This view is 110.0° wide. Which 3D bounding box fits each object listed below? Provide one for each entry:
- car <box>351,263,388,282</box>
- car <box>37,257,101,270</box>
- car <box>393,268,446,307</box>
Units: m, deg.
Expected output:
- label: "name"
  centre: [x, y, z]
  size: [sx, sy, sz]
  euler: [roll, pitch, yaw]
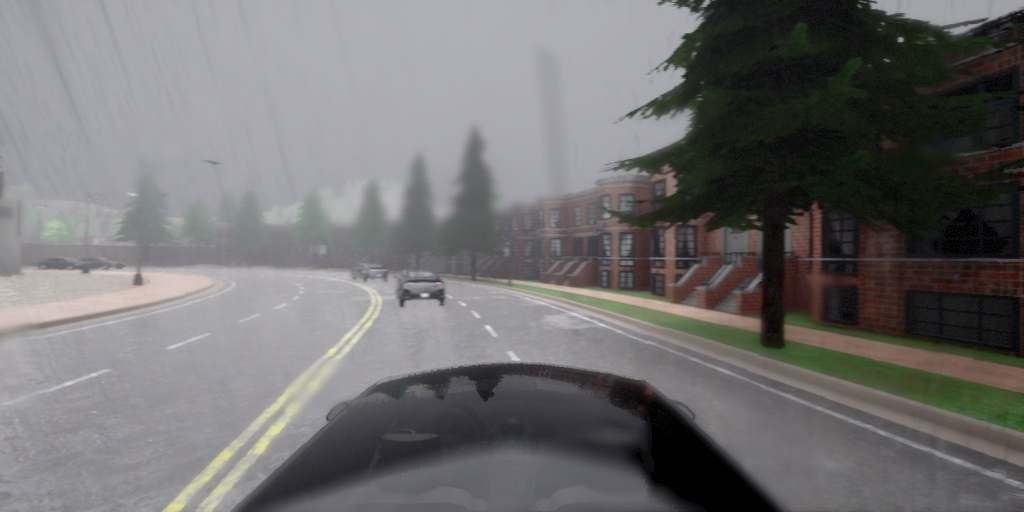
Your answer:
- label: "car"
  centre: [-11.763, 1.294, 29.500]
  size: [2.128, 1.511, 4.902]
  euler: [1, 0, -39]
- label: "car"
  centre: [-49.879, 0.893, 40.142]
  size: [4.892, 1.490, 1.837]
  euler: [0, 0, -1]
- label: "car"
  centre: [-4.170, 1.294, 15.993]
  size: [2.128, 1.511, 4.902]
  euler: [1, 0, -20]
